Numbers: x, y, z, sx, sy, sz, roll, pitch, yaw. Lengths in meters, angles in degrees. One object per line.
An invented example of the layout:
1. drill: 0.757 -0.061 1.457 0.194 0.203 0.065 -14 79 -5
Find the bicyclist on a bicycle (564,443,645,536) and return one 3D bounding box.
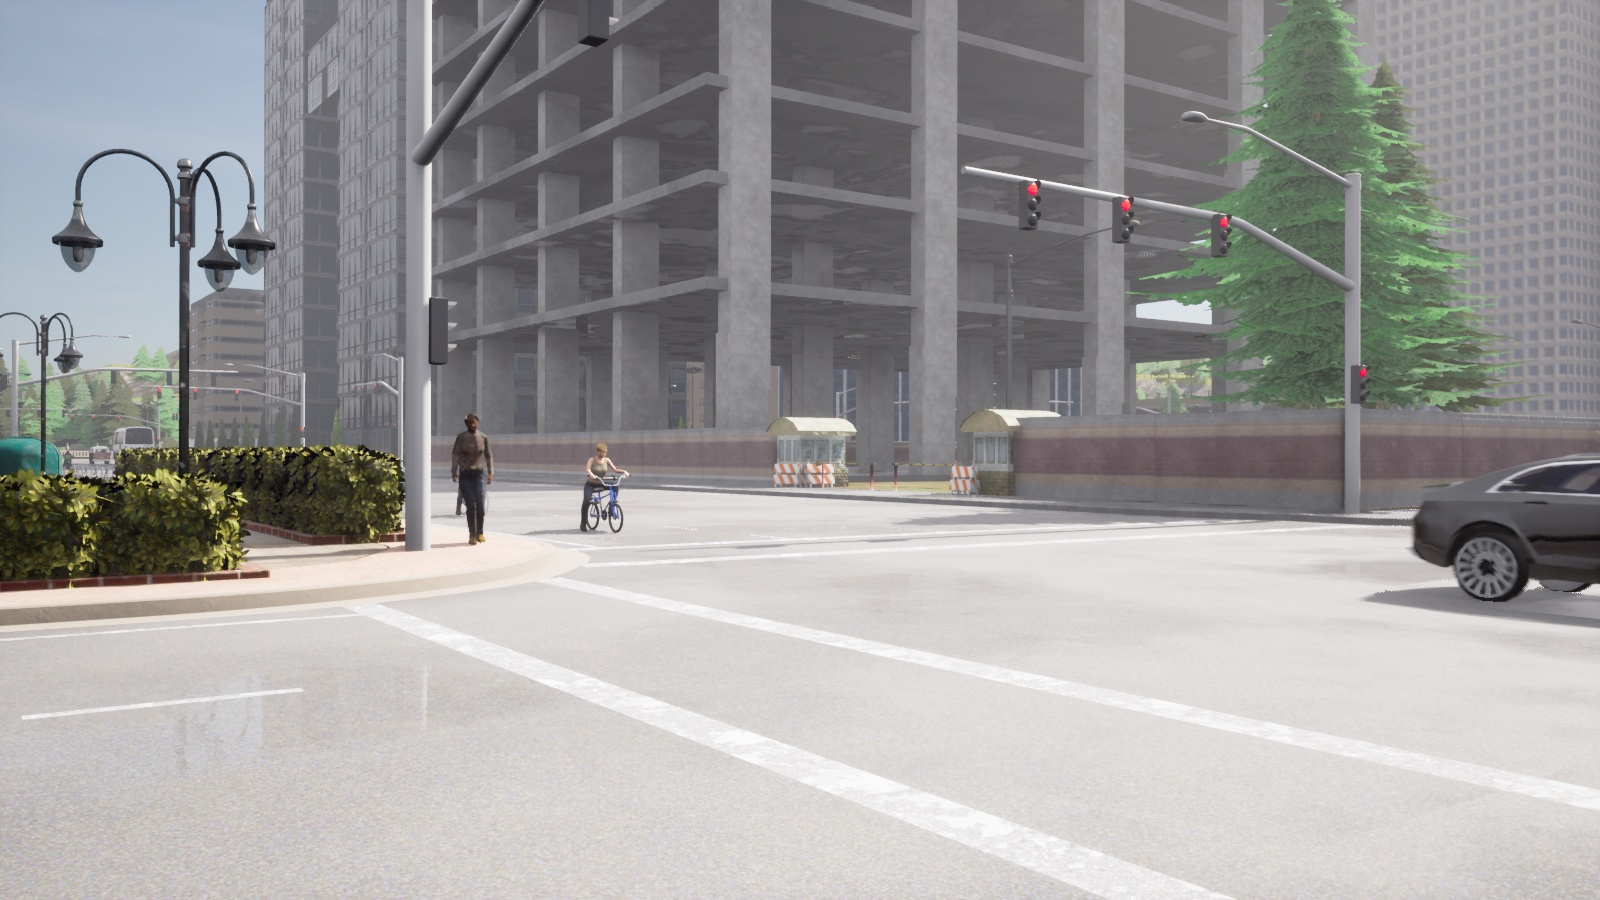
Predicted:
1. bicyclist on a bicycle: -3.550 0.689 22.760 0.866 1.612 1.509 0 0 -35

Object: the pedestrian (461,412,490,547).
1. pedestrian: -4.450 0.395 17.200 0.328 1.805 0.869 0 0 -19

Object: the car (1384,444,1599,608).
1. car: 8.443 0.702 11.856 2.128 1.511 4.902 0 0 -35
